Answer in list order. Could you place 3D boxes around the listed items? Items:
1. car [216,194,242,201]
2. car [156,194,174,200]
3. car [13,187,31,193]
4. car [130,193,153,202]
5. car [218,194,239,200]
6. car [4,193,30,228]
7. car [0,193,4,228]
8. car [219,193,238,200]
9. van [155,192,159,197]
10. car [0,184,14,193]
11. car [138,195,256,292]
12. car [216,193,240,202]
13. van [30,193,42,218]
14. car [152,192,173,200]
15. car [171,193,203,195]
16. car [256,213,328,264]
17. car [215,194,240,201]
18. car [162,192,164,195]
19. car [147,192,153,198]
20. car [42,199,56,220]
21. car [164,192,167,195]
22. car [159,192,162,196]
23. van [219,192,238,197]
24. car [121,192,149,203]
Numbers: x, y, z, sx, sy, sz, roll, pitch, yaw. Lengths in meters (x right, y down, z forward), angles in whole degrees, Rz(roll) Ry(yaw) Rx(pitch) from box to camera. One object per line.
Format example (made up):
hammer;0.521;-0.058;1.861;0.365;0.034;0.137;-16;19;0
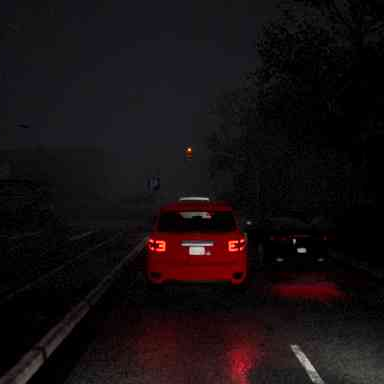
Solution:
car;8.101;1.264;73.642;5.366;1.575;1.946;1;0;-13
car;-7.712;1.316;94.982;5.008;1.535;2.097;-1;0;-12
car;-28.242;0.137;55.902;2.002;1.452;4.674;6;-3;-19
car;-10.804;1.196;71.002;4.553;1.767;2.185;-1;0;-14
car;8.977;1.298;82.420;4.674;1.452;2.002;1;0;-12
car;-13.747;1.268;21.234;5.566;2.045;2.435;-1;0;-20
car;-13.816;1.264;18.197;5.566;2.045;2.435;-1;0;-20
car;9.340;1.129;85.350;4.553;1.767;2.185;1;0;-12
van;-10.343;1.093;74.043;4.442;1.987;1.878;-1;0;-14
car;-31.237;-0.425;55.959;2.435;2.045;5.566;6;-3;-19
car;0.092;1.230;9.087;2.150;2.045;5.566;0;0;0
car;7.569;1.142;70.648;4.553;1.767;2.185;1;0;-14
van;-13.635;1.298;24.270;4.442;1.987;1.878;-1;0;-20
car;-8.130;1.065;92.002;5.566;2.045;2.435;-1;0;-12
car;0.127;1.247;19.445;2.150;2.045;5.566;0;0;0
car;3.097;1.490;11.849;1.882;1.535;5.008;0;0;0
car;8.079;1.258;76.494;5.366;1.575;1.946;1;0;-13
car;-9.750;1.359;80.010;4.674;1.452;2.002;-1;0;-13
car;-10.893;1.316;68.050;5.366;1.575;1.946;-1;0;-15
car;-13.664;1.404;27.248;4.553;1.767;2.185;-1;0;-19
car;-9.383;1.359;83.012;4.674;1.452;2.002;-1;0;-13
car;-10.119;1.322;77.014;4.892;1.521;2.231;-1;0;-14
van;7.190;1.043;67.678;4.442;1.987;1.878;1;0;-14
car;-11.534;1.359;65.057;4.792;1.488;2.163;-1;0;-15
